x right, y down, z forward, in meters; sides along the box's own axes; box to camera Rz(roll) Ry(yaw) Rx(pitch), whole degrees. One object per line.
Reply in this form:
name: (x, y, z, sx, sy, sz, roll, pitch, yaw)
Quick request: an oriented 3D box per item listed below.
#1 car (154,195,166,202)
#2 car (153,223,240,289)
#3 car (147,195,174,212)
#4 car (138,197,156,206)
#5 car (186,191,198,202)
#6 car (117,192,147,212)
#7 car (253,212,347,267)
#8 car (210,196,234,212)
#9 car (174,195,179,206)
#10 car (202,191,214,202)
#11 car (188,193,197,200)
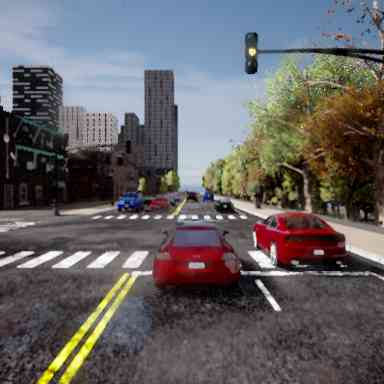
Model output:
car: (-6.495, 1.235, 67.005, 1.994, 1.385, 4.181, 0, 0, 0)
car: (0.102, 1.521, 9.087, 1.994, 1.385, 4.181, 0, 0, 0)
car: (-3.333, 1.303, 36.115, 1.882, 1.535, 5.008, 0, 0, 0)
car: (-6.567, 1.362, 49.070, 1.895, 1.301, 4.718, 0, 0, 0)
car: (0.004, 0.900, 65.629, 2.150, 2.045, 5.566, 0, 0, 0)
car: (-6.581, 1.046, 36.364, 2.150, 2.045, 5.566, 0, 0, 0)
car: (3.351, 1.424, 11.247, 1.882, 1.535, 5.008, 0, 0, 0)
car: (3.354, 1.391, 35.602, 1.994, 1.385, 4.181, 0, 0, 0)
car: (-3.319, 1.315, 47.749, 2.033, 1.411, 5.357, 0, 0, 0)
car: (3.254, 0.900, 65.630, 2.150, 2.045, 5.566, 0, 0, 0)
car: (0.005, 1.011, 76.019, 1.994, 1.385, 4.181, 0, 0, 0)
